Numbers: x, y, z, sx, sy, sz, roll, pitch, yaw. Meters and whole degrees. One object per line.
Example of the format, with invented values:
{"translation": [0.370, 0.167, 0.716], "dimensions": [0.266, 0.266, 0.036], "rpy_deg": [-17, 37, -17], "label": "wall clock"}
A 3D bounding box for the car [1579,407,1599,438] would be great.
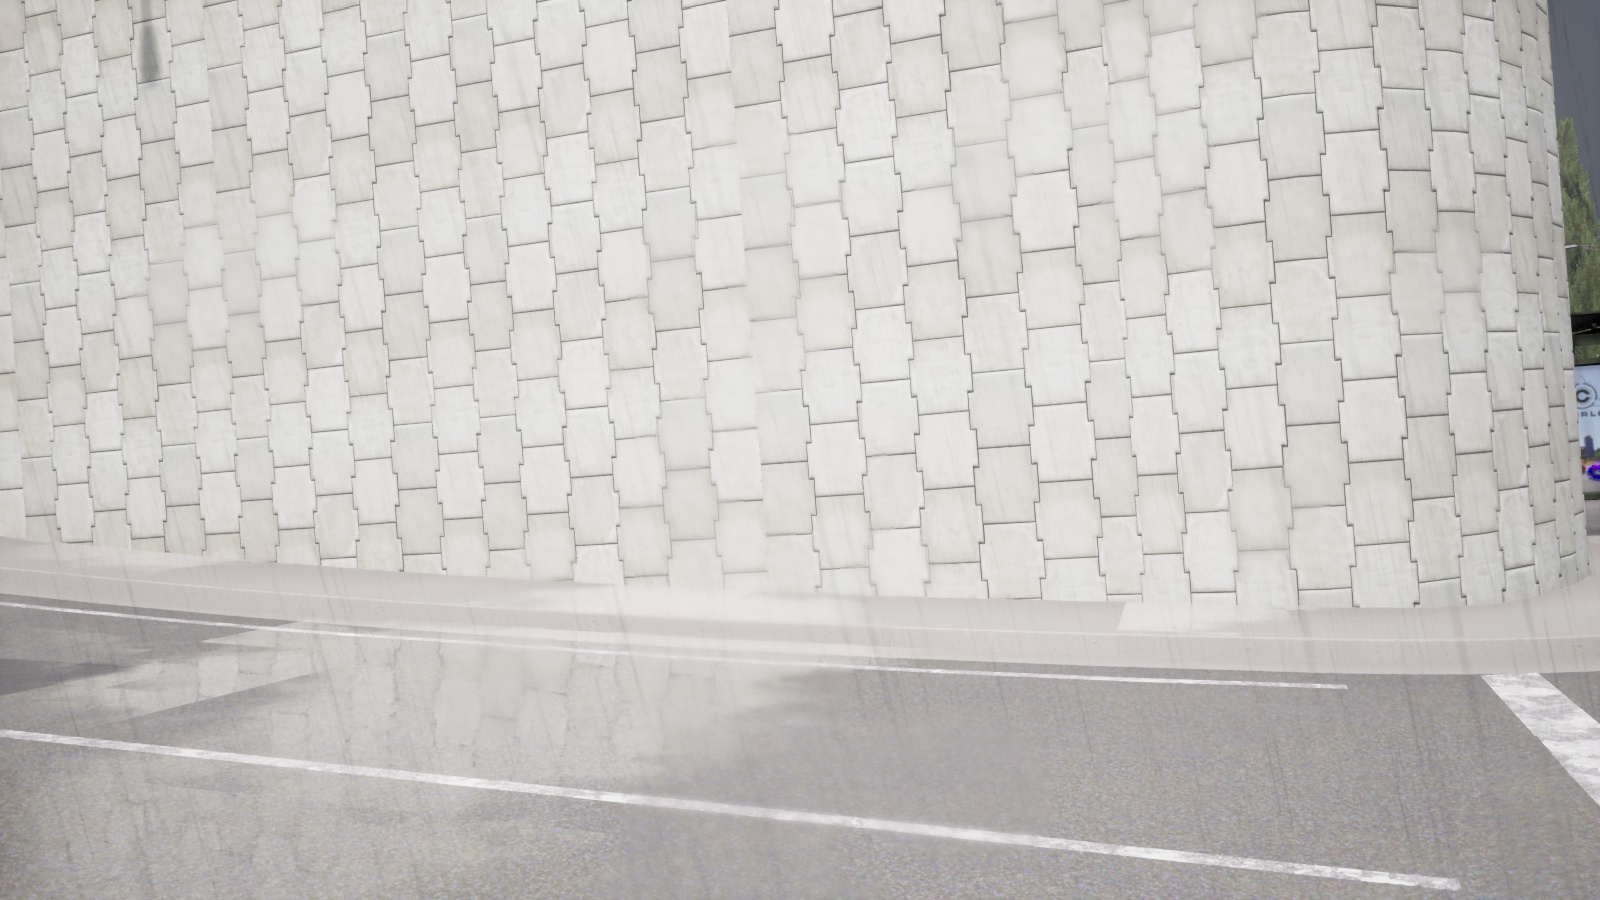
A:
{"translation": [45.781, -1.606, 71.399], "dimensions": [2.242, 1.667, 4.611], "rpy_deg": [-4, -1, 30], "label": "car"}
